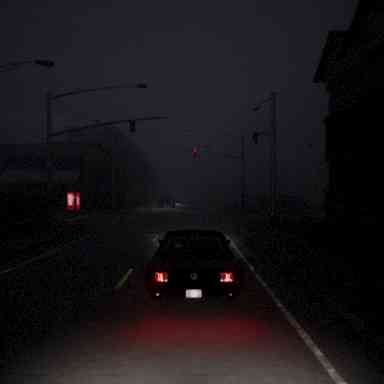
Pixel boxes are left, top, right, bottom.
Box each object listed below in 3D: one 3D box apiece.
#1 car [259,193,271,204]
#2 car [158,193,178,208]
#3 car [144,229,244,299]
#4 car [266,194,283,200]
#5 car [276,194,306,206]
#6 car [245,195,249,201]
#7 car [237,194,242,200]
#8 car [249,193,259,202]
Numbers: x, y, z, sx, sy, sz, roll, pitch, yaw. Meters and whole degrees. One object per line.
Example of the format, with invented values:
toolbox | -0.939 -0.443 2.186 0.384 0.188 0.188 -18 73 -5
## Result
car | 14.170 1.128 54.777 5.027 1.636 2.152 0 0 0
car | -3.576 1.184 47.608 2.150 2.045 5.566 0 0 1
car | 0.059 1.594 8.388 1.895 1.301 4.718 0 0 1
car | 21.315 1.335 86.081 3.806 1.475 1.970 0 0 0
car | 14.494 1.211 48.360 3.806 1.475 1.970 0 0 0
car | 13.758 1.060 70.477 4.605 1.855 1.932 0 0 0
car | 13.894 1.322 89.061 3.633 1.501 1.845 0 0 0
car | 14.170 1.041 67.572 3.866 1.878 1.905 0 0 0
